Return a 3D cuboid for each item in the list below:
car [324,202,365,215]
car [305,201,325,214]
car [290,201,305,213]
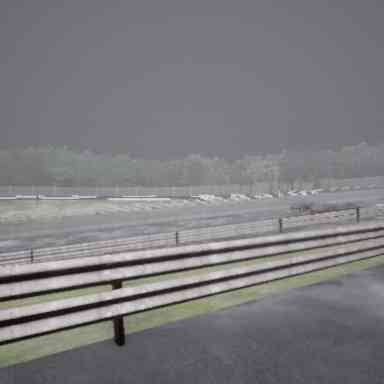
[{"bbox_3d":[19.072,1.991,40.720,4.892,1.490,1.837,-4,2,-25],"label":"car"},{"bbox_3d":[17.590,2.040,43.892,4.181,1.385,1.994,-4,2,-25],"label":"car"},{"bbox_3d":[16.097,1.958,47.057,4.902,1.511,2.128,-4,2,-25],"label":"car"}]
